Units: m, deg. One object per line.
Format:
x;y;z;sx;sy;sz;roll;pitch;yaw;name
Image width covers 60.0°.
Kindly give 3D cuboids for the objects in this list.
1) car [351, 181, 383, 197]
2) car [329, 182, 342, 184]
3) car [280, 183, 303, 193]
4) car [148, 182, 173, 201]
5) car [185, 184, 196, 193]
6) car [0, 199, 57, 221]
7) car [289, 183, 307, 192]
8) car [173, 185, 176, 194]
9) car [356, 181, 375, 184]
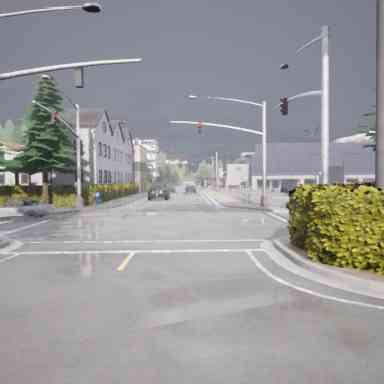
22.215;-0.467;42.137;1.932;1.855;4.605;-1;2;-1;car
25.242;-1.043;59.531;2.152;1.636;5.027;-1;2;-1;car
15.212;-0.535;52.107;2.007;1.523;4.514;-1;2;-1;car
-3.761;-0.122;38.286;2.150;2.045;5.566;-1;2;0;car
-0.234;-0.596;58.710;2.128;1.511;4.902;-1;2;0;car
-11.325;1.118;21.190;4.718;1.301;1.895;-1;2;-6;car
18.828;-0.883;59.172;1.970;1.475;3.806;-1;2;-1;car
-3.788;-0.486;57.076;1.837;1.490;4.892;-1;1;0;car
18.979;-0.180;34.253;1.905;1.878;3.866;-1;2;-1;car
